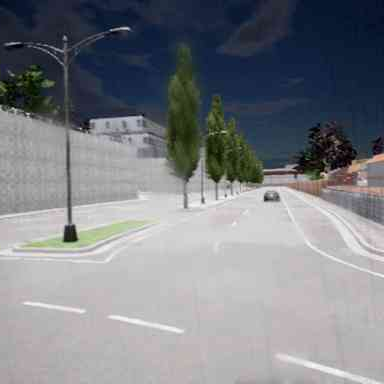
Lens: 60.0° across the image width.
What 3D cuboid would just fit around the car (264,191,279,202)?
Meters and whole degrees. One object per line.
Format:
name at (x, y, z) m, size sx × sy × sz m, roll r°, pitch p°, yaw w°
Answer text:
car at (10.687, 0.537, 44.788) m, size 1.994 × 1.385 × 4.181 m, roll -1°, pitch 1°, yaw 14°
